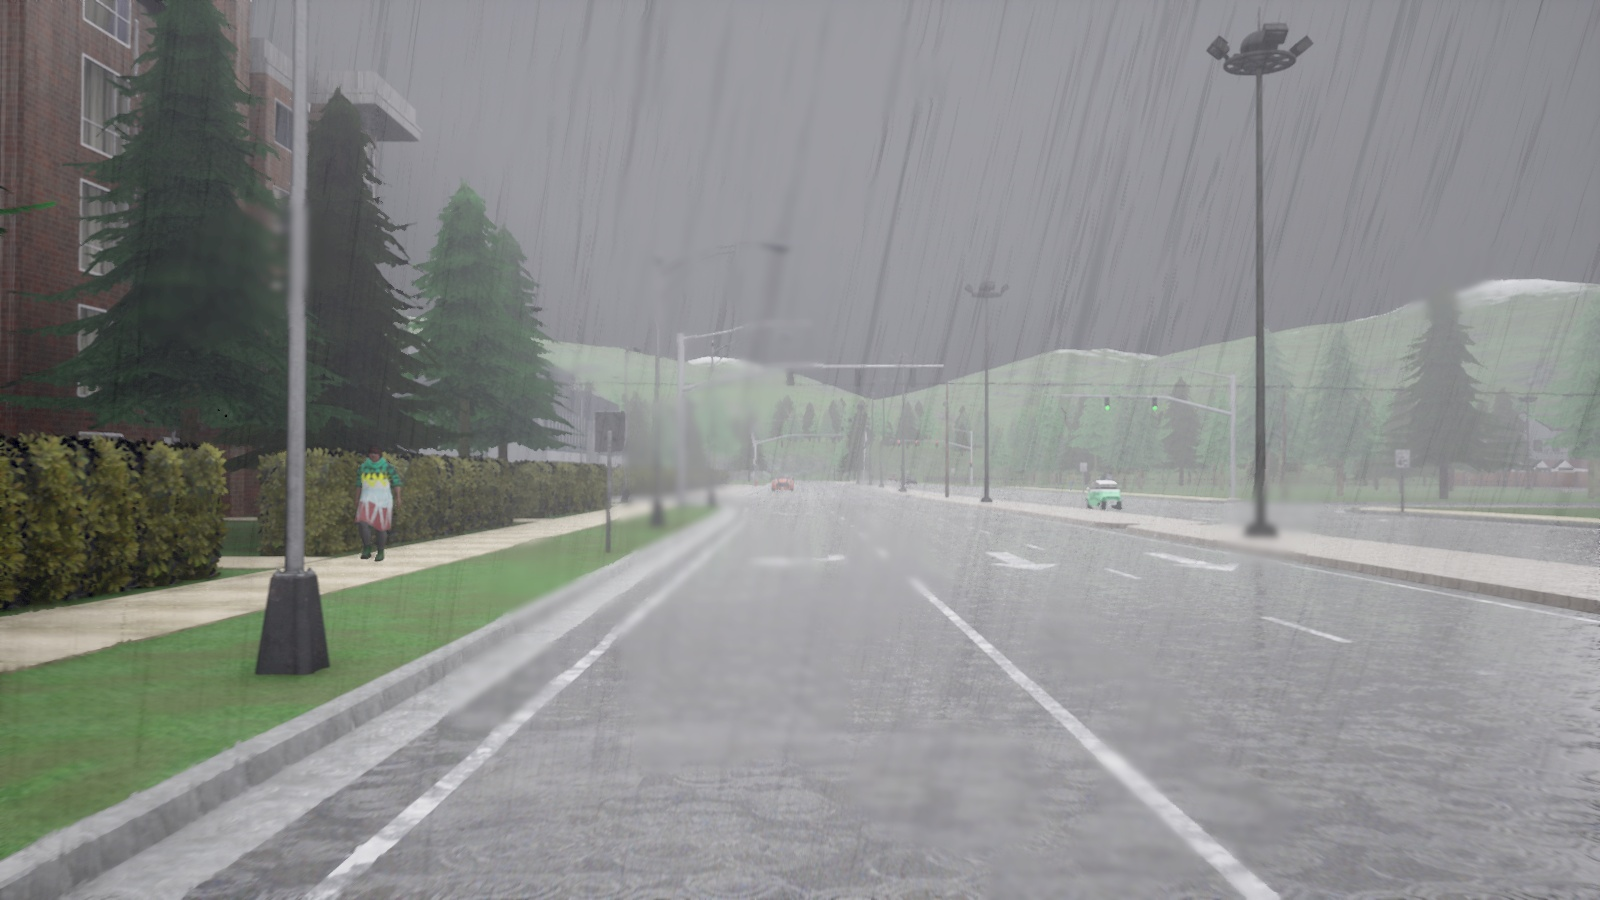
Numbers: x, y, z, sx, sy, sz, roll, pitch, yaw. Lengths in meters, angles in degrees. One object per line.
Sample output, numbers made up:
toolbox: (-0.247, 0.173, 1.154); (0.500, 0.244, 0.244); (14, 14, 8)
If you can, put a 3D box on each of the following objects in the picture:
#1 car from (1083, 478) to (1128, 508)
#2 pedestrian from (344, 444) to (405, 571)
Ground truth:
car: (14.380, 2.023, 59.241); (1.481, 1.376, 2.207); (0, -1, -2)
pedestrian: (-6.700, 0.889, 19.812); (0.659, 1.952, 0.873); (0, -1, 0)
